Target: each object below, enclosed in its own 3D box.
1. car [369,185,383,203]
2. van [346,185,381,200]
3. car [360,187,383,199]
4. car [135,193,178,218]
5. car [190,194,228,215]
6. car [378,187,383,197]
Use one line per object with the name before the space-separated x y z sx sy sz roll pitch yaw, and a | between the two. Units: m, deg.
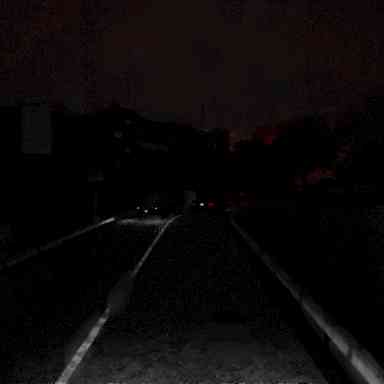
car | 21.327 0.201 33.983 2.435 2.045 5.566 -3 0 -11
van | 24.146 0.076 46.983 1.878 1.987 4.442 -3 0 -11
car | 26.868 0.136 47.657 2.231 1.521 4.892 -3 0 -11
car | -2.260 0.873 22.416 1.837 1.490 4.892 -1 1 12
car | 1.349 0.855 24.504 2.033 1.411 5.357 0 1 16
car | 29.601 0.003 48.204 2.002 1.452 4.674 -4 0 -11
